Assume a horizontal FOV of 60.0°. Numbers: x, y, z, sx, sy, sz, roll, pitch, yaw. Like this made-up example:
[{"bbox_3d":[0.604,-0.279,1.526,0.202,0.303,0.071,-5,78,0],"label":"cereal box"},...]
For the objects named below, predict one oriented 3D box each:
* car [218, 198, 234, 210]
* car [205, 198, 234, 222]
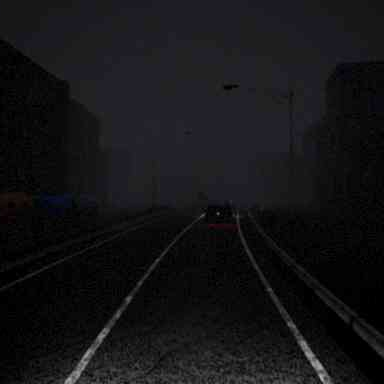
[{"bbox_3d":[4.259,1.431,41.221,1.812,1.442,4.674,0,-1,8],"label":"car"},{"bbox_3d":[2.072,1.307,24.989,1.882,1.535,5.008,0,0,7],"label":"car"}]
